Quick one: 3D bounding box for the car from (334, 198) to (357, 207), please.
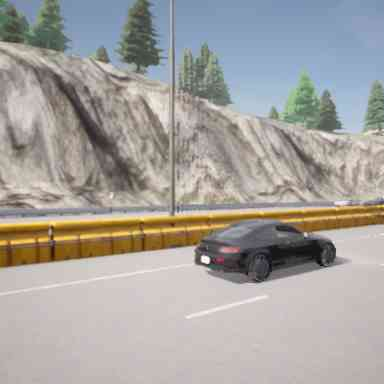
[{"bbox_3d":[22.206,1.550,46.607,4.718,1.301,1.895,0,0,-25],"label":"car"}]

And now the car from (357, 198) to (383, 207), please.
[{"bbox_3d":[24.927,1.496,44.023,5.357,1.411,2.033,0,0,-24],"label":"car"}]

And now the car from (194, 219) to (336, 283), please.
[{"bbox_3d":[2.225,1.518,9.661,4.674,1.442,1.812,0,0,-35],"label":"car"}]
